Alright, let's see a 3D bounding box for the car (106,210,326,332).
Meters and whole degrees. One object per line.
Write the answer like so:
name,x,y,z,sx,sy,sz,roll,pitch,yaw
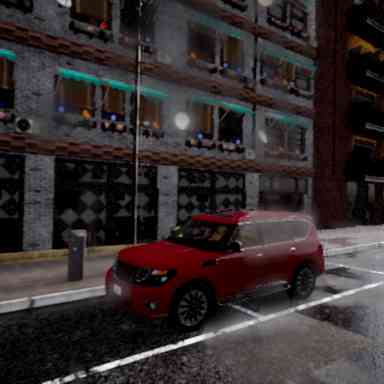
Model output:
car,0.794,1.366,7.105,5.009,1.841,2.192,1,0,-35
